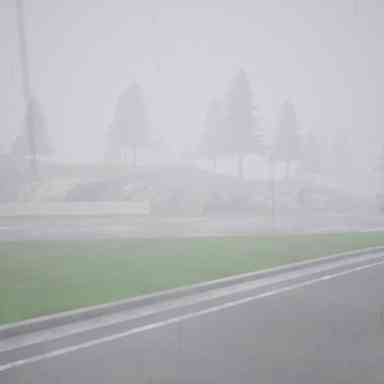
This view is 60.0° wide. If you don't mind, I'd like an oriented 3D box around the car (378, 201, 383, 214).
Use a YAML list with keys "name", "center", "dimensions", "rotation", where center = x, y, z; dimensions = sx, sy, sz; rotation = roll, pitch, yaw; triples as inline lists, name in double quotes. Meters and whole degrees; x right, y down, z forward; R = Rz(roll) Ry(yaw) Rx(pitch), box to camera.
- name: "car"
  center: [20.867, 1.164, 32.531]
  dimensions: [5.566, 2.045, 2.150]
  rotation: [0, 0, -24]
